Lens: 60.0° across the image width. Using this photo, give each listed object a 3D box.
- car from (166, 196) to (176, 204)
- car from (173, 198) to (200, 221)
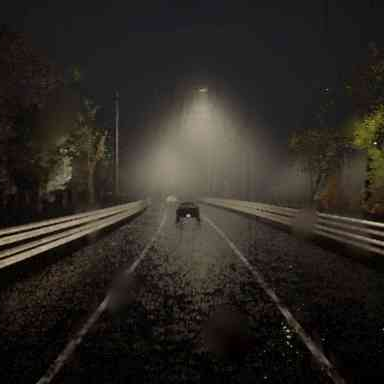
[{"bbox_3d":[-3.698,1.464,60.387,1.812,1.442,4.674,0,0,-9],"label":"car"},{"bbox_3d":[-0.399,1.500,27.043,1.837,1.490,4.892,1,0,-3],"label":"car"}]
